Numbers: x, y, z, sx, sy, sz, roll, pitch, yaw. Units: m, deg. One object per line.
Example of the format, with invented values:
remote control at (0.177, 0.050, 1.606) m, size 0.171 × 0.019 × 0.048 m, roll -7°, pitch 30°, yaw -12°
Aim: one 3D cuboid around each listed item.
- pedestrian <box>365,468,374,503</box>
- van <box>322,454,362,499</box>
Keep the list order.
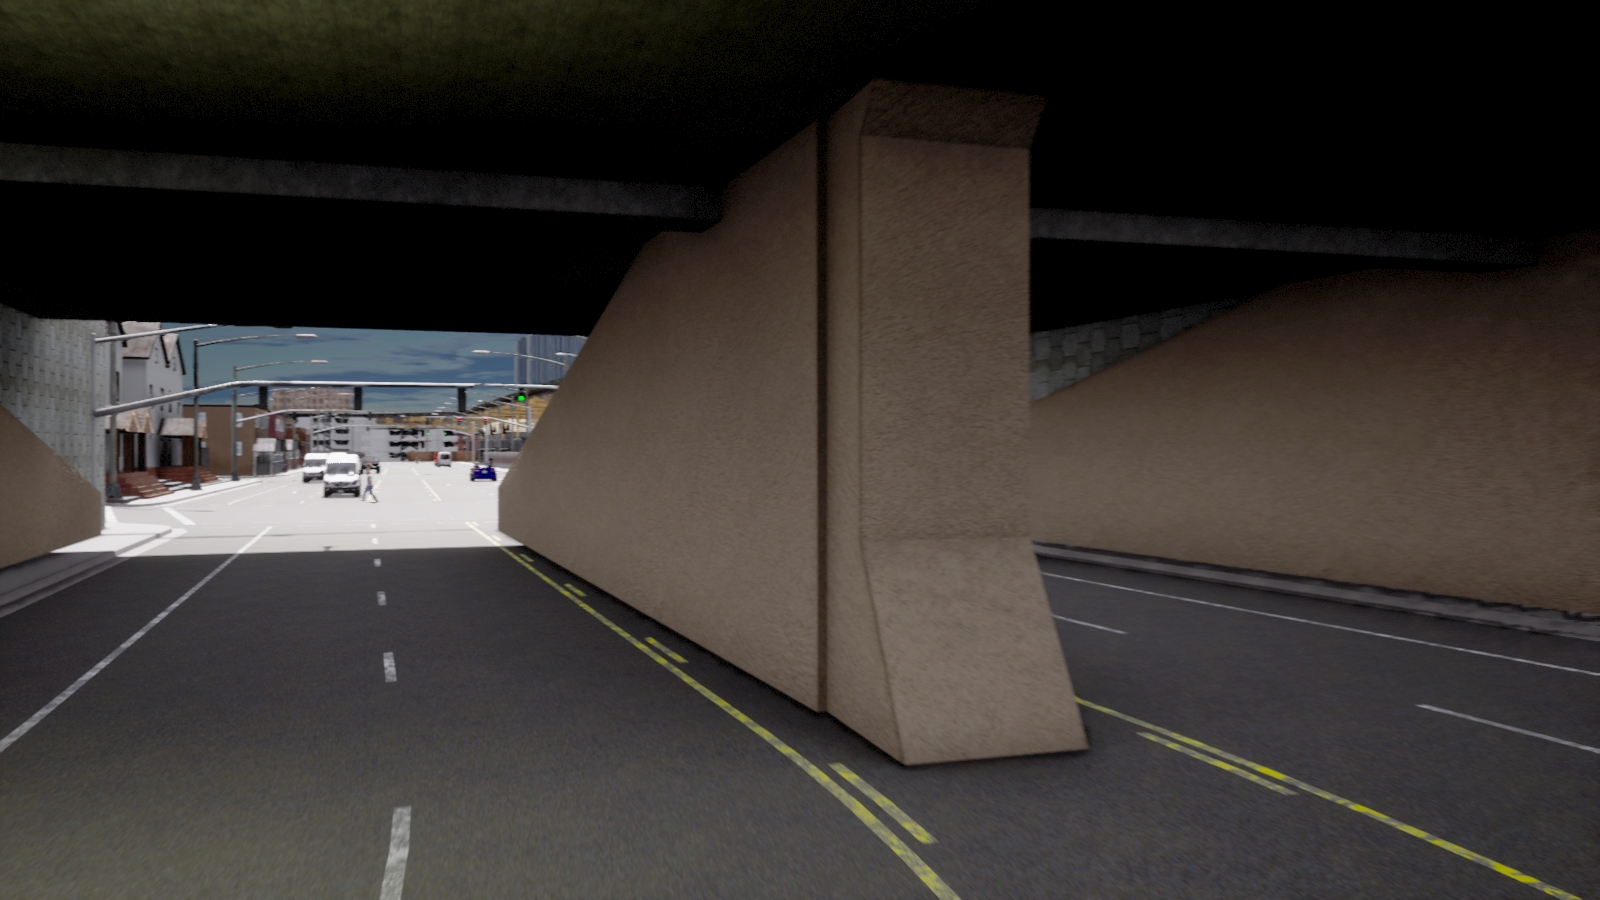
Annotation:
pedestrian at (-22.990, 1.883, 61.051) m, size 0.375 × 1.860 × 0.375 m, roll 0°, pitch 0°, yaw -31°
van at (-27.924, 1.557, 69.771) m, size 1.988 × 2.561 × 5.915 m, roll 0°, pitch 0°, yaw -20°
